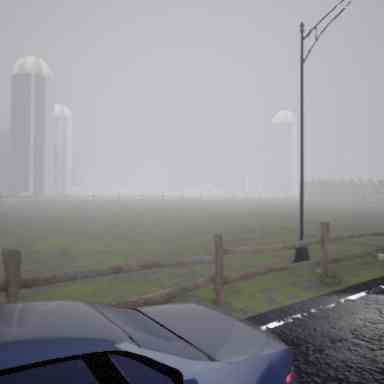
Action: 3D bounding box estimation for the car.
[{"bbox_3d":[-1.594,1.548,1.925,5.357,1.411,2.033,0,0,-36],"label":"car"}]
